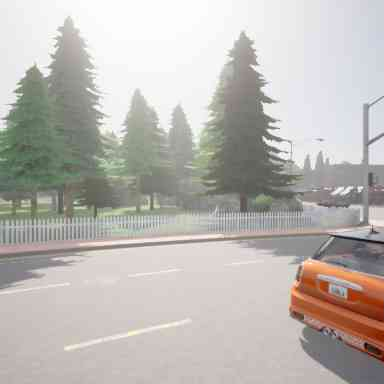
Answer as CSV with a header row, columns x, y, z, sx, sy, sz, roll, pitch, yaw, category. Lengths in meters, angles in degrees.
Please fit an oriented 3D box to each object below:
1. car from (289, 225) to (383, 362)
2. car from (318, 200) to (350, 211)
x,y,z,sx,sy,sz,roll,pitch,yaw,category
3.877,1.352,5.417,4.553,1.767,2.097,0,0,-26,car
18.016,1.656,42.277,1.895,1.301,4.718,0,0,-8,car
